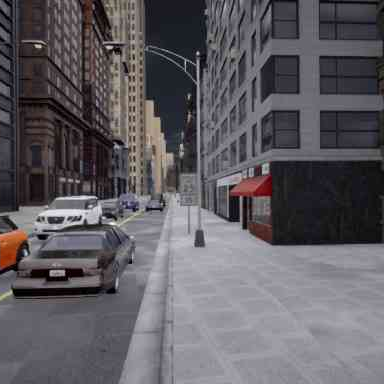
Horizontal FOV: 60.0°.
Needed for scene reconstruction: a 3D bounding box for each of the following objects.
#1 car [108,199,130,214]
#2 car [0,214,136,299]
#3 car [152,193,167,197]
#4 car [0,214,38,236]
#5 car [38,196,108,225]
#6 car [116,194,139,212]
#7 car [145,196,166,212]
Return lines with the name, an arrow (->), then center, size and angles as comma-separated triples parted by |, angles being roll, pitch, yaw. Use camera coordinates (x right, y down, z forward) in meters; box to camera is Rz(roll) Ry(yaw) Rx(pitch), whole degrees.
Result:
car -> -6.851, 1.557, 27.889 | 2.033, 1.411, 5.357 | -1, 0, -3
car -> -2.639, 1.546, 8.659 | 2.033, 1.411, 5.357 | -1, 0, -3
car -> -4.969, 1.179, 48.861 | 2.150, 2.045, 5.566 | -1, 0, -3
car -> -5.696, 1.379, 7.808 | 2.097, 1.767, 4.553 | -1, 0, -3
car -> -6.259, 1.240, 17.587 | 2.150, 2.045, 5.566 | -1, 0, -3
car -> -7.432, 1.219, 38.611 | 2.150, 2.045, 5.566 | -1, 0, -3
car -> -4.330, 1.534, 38.772 | 1.994, 1.385, 4.181 | -1, 0, -3
